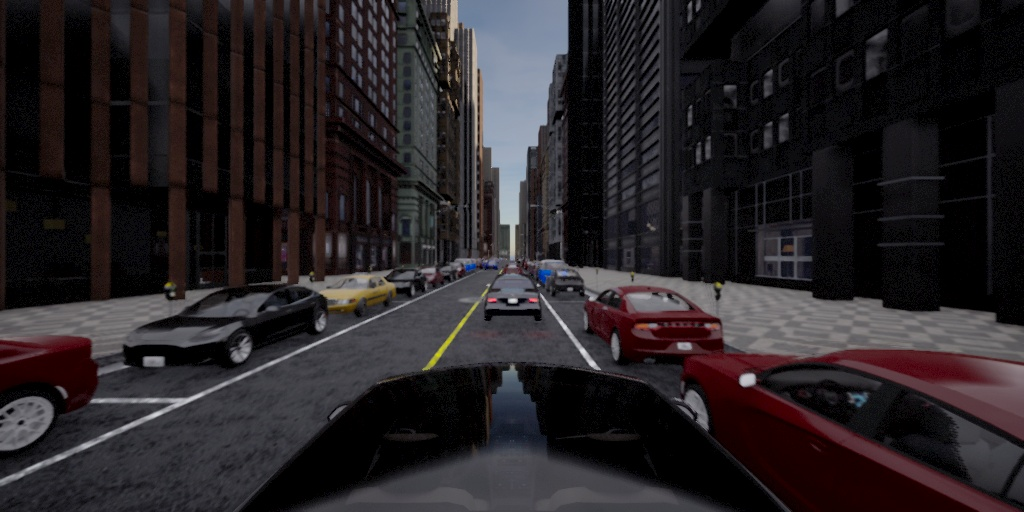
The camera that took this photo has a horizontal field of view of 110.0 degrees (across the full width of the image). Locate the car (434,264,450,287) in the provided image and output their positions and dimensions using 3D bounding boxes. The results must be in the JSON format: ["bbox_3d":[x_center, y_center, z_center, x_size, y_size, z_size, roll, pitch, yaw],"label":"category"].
[{"bbox_3d":[-5.763,1.403,24.860,1.802,1.307,4.207,0,0,0],"label":"car"}]

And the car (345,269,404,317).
[{"bbox_3d":[-5.763,1.310,13.416,1.751,1.417,4.829,0,0,0],"label":"car"}]

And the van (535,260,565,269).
[{"bbox_3d":[2.762,1.162,24.876,1.690,1.789,3.998,0,0,0],"label":"van"}]

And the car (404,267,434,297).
[{"bbox_3d":[-5.763,1.368,19.223,1.948,1.339,4.313,0,0,0],"label":"car"}]

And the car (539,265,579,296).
[{"bbox_3d":[2.762,1.353,19.240,2.007,1.370,4.403,0,0,0],"label":"car"}]

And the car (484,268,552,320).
[{"bbox_3d":[0.045,1.329,12.732,2.033,1.411,5.357,0,0,0],"label":"car"}]

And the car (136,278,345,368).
[{"bbox_3d":[-5.763,1.333,7.950,1.948,1.339,4.313,0,0,0],"label":"car"}]

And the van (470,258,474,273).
[{"bbox_3d":[-5.763,1.222,41.769,1.690,1.789,3.998,0,0,0],"label":"van"}]

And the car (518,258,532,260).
[{"bbox_3d":[2.762,1.286,64.329,2.192,1.841,5.009,0,0,0],"label":"car"}]

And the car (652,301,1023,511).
[{"bbox_3d":[2.762,1.297,2.332,1.888,1.381,4.507,0,0,0],"label":"car"}]

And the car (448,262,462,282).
[{"bbox_3d":[-5.763,1.406,30.496,1.948,1.339,4.313,0,0,0],"label":"car"}]

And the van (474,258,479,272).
[{"bbox_3d":[-5.763,1.244,47.405,1.690,1.789,3.998,0,0,0],"label":"van"}]

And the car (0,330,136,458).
[{"bbox_3d":[-5.763,1.296,2.314,1.888,1.381,4.507,0,0,0],"label":"car"}]

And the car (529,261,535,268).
[{"bbox_3d":[2.762,1.391,30.512,2.007,1.370,4.403,0,0,0],"label":"car"}]

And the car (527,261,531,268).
[{"bbox_3d":[2.762,1.442,36.148,1.802,1.307,4.207,0,0,0],"label":"car"}]

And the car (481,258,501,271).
[{"bbox_3d":[-3.079,1.406,53.888,1.882,1.535,5.008,0,0,0],"label":"car"}]

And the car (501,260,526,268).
[{"bbox_3d":[0.074,1.373,32.502,1.812,1.442,4.674,0,0,0],"label":"car"}]

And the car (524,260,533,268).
[{"bbox_3d":[2.762,1.432,41.785,2.007,1.370,4.403,0,0,0],"label":"car"}]

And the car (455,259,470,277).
[{"bbox_3d":[-5.763,1.300,36.133,1.967,1.591,4.097,0,0,0],"label":"car"}]

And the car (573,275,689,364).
[{"bbox_3d":[2.762,1.313,7.968,1.888,1.381,4.507,0,0,0],"label":"car"}]

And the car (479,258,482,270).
[{"bbox_3d":[-5.763,1.262,58.678,2.192,1.841,5.009,0,0,0],"label":"car"}]
